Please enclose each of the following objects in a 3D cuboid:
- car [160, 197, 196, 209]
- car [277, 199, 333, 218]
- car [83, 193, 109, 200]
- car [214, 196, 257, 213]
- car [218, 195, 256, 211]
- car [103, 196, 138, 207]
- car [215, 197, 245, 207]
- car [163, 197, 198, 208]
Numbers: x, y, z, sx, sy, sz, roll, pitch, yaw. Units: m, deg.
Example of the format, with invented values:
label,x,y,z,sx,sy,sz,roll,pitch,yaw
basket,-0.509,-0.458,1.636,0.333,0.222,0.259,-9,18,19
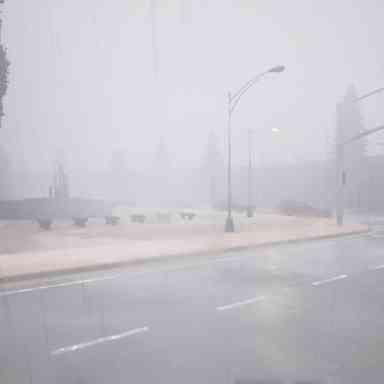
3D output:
label,x,y,z,sx,sy,sz,roll,pitch,yaw
car,-2.136,1.505,45.165,4.892,1.490,1.837,0,0,38
car,10.476,1.526,30.403,1.812,1.442,4.674,0,0,-35
car,-18.420,1.215,63.909,5.566,2.045,2.150,-1,0,11
car,4.845,1.547,38.117,2.033,1.411,5.357,0,0,-38
car,5.645,1.352,42.424,2.097,1.767,4.553,0,0,-42
car,-10.653,1.601,50.498,4.718,1.301,1.895,0,0,25
car,5.935,1.564,52.268,4.181,1.385,1.994,0,0,42
car,-1.782,1.478,49.258,5.008,1.535,1.882,0,0,35
